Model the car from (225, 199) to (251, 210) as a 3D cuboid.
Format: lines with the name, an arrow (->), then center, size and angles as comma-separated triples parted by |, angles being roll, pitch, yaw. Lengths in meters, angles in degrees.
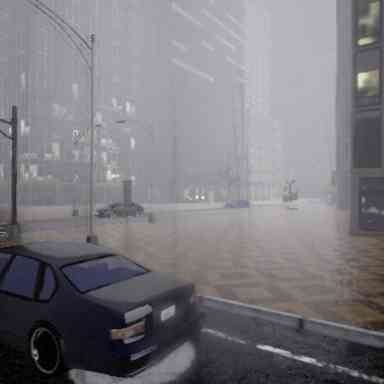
car -> 6.501, 1.669, 46.686 | 1.882, 1.535, 5.008 | 1, 0, 37

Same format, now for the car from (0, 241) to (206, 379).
car -> -2.435, 1.550, 5.455 | 5.357, 1.411, 2.033 | 0, 0, 32

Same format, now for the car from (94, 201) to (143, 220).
car -> -6.438, 1.598, 29.378 | 1.837, 1.490, 4.892 | 1, 0, 37
